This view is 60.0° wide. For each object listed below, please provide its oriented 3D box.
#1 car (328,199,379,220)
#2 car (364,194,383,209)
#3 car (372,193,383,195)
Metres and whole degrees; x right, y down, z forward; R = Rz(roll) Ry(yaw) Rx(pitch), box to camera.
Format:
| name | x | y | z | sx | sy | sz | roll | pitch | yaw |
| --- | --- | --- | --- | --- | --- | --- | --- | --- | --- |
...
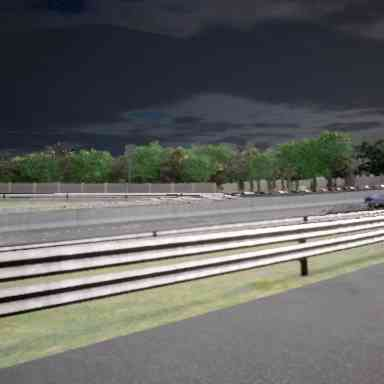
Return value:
| name | x | y | z | sx | sy | sz | roll | pitch | yaw |
| --- | --- | --- | --- | --- | --- | --- | --- | --- | --- |
| car | 14.542 | 1.714 | 30.515 | 4.181 | 1.385 | 1.994 | -3 | 2 | -24 |
| car | 21.945 | 1.280 | 37.570 | 4.718 | 1.301 | 1.895 | -3 | 2 | -23 |
| car | 24.164 | 0.918 | 42.351 | 5.008 | 1.535 | 1.882 | -3 | 2 | -24 |
